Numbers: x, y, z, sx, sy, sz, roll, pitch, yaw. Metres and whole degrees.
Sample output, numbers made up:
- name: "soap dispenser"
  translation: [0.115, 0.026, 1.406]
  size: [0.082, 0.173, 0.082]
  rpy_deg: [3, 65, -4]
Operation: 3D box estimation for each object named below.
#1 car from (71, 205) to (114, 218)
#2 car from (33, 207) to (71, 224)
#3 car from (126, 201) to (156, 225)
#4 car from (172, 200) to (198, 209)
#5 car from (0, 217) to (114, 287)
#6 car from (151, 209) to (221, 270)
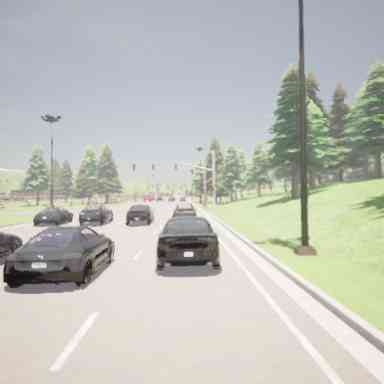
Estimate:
- name: "car"
  translation: [-7.583, 1.785, 26.637]
  size: [2.128, 1.511, 4.902]
  rpy_deg: [-1, -1, -2]
- name: "car"
  translation: [-11.090, 1.913, 26.916]
  size: [1.994, 1.385, 4.181]
  rpy_deg: [-1, 0, -2]
- name: "car"
  translation: [-4.083, 1.747, 26.669]
  size: [1.837, 1.490, 4.892]
  rpy_deg: [-1, -1, -2]
- name: "car"
  translation: [-0.583, 1.681, 26.724]
  size: [2.128, 1.511, 4.902]
  rpy_deg: [-1, -1, -2]
- name: "car"
  translation: [-3.610, 1.686, 9.760]
  size: [1.994, 1.385, 4.181]
  rpy_deg: [-1, 0, -2]
- name: "car"
  translation: [-0.156, 1.559, 11.469]
  size: [1.882, 1.535, 5.008]
  rpy_deg: [-1, -1, -2]
